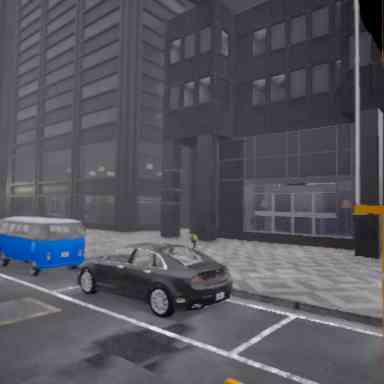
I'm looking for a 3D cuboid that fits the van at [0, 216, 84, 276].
[{"bbox_3d":[-5.462,1.788,11.744,3.998,1.788,1.690,-1,-3,39],"label":"van"}]

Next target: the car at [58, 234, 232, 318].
[{"bbox_3d":[-1.114,1.909,8.154,4.403,1.369,2.008,-1,-3,39],"label":"car"}]

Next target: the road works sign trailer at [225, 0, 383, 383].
[{"bbox_3d":[1.485,0.613,2.506,2.880,3.560,2.380,-1,-3,39],"label":"road works sign trailer"}]
